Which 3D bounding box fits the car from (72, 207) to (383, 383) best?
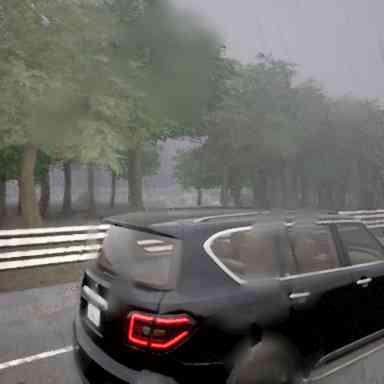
[{"bbox_3d":[1.290,1.228,4.605,5.566,2.045,2.150,0,0,-35],"label":"car"}]
